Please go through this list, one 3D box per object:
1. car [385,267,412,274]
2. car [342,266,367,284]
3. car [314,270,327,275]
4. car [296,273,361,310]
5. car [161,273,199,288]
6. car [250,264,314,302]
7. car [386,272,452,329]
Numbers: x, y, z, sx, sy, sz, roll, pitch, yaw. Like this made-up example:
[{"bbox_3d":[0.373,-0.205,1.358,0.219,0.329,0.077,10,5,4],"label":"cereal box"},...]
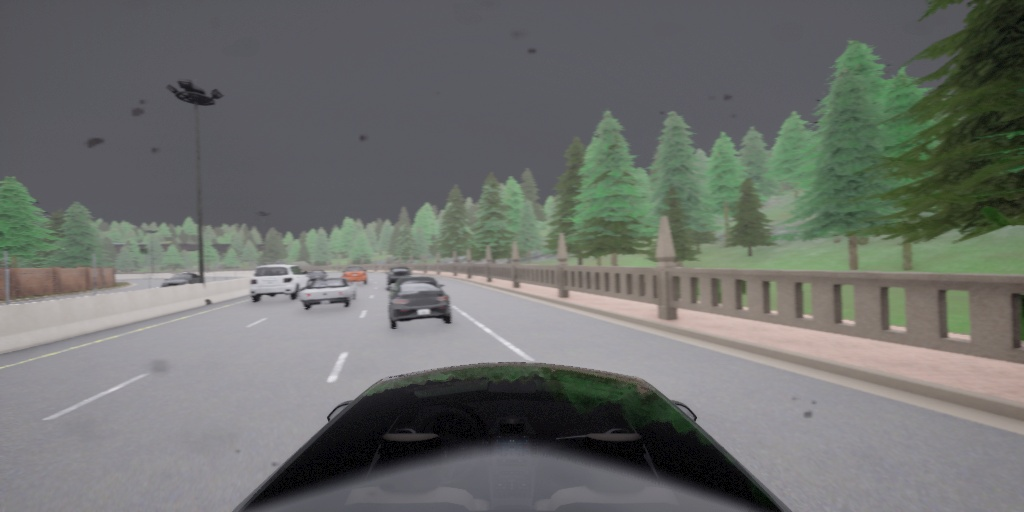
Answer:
[{"bbox_3d":[-9.223,1.674,29.343,1.837,1.490,4.892,-2,0,-20],"label":"car"},{"bbox_3d":[-14.963,1.745,34.145,2.097,1.767,4.553,-2,0,-23],"label":"car"},{"bbox_3d":[-21.195,2.199,39.085,1.994,1.385,4.181,-2,0,-27],"label":"car"},{"bbox_3d":[-8.726,1.717,17.441,1.895,1.301,4.718,-2,0,-19],"label":"car"},{"bbox_3d":[-29.344,2.332,32.111,1.837,1.490,4.892,-2,0,-26],"label":"car"},{"bbox_3d":[-13.953,1.544,21.812,2.150,2.045,5.566,-2,0,-20],"label":"car"},{"bbox_3d":[-3.211,1.424,12.150,1.812,1.442,4.674,-2,0,-19],"label":"car"}]
